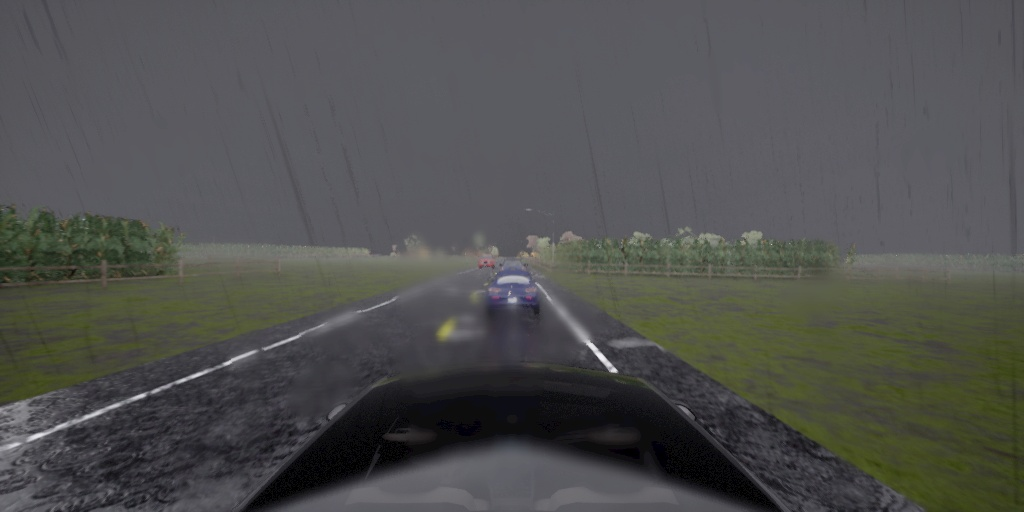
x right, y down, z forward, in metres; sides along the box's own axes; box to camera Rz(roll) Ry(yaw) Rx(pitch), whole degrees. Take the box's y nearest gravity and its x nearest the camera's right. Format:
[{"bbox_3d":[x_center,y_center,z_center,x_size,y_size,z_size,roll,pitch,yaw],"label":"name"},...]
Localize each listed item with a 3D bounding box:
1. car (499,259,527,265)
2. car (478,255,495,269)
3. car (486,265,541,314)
[{"bbox_3d":[0.075,1.012,28.427,2.097,1.767,4.553,0,0,0],"label":"car"},{"bbox_3d":[-3.568,0.804,50.929,2.150,2.045,5.566,0,0,0],"label":"car"},{"bbox_3d":[0.072,1.238,13.455,1.812,1.442,4.674,0,0,1],"label":"car"}]
